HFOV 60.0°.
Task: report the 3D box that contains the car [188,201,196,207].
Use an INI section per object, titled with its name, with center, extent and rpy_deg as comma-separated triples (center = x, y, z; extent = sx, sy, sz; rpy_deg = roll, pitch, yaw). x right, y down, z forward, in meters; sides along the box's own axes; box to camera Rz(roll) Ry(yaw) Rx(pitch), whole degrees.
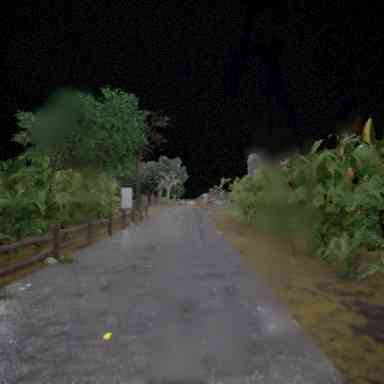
[car]
center = -0.059, 3.086, 88.919
extent = 1.882, 1.535, 5.008
rpy_deg = 0, -2, 0
